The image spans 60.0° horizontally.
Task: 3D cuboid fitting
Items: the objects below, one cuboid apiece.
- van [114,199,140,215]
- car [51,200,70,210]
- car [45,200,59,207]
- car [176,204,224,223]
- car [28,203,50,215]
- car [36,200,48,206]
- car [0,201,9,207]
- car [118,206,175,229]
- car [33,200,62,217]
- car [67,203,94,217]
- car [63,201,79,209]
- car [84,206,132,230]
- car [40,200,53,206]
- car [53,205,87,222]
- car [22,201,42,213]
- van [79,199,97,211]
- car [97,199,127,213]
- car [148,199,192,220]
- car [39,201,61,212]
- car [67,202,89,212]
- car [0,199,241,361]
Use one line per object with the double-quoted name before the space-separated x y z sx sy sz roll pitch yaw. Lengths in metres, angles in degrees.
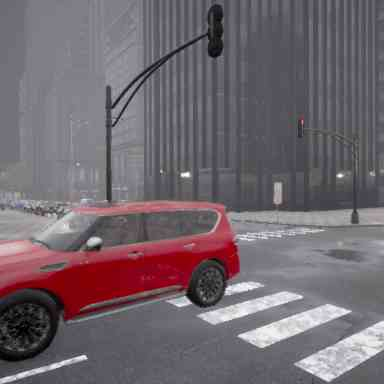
"van" -8.195 1.832 41.919 1.690 1.788 3.998 -1 0 -35
"car" -22.986 2.270 57.990 1.882 1.535 5.008 0 -1 -35
"car" -31.650 2.594 74.968 1.947 1.339 4.313 -1 0 -35
"car" 0.624 1.828 29.460 1.887 1.381 4.507 -1 0 -35
"car" -20.470 2.195 44.463 1.887 1.381 4.507 -1 0 -35
"car" -37.670 2.709 83.456 2.008 1.369 4.403 -1 0 -35
"car" -44.320 2.770 78.096 1.802 1.307 4.206 -1 0 -35
"car" -3.616 1.843 25.316 2.033 1.411 5.357 0 -1 -35
"car" -17.649 1.900 40.478 2.192 1.841 5.009 -1 0 -35
"car" -13.013 2.043 38.590 1.812 1.442 4.674 0 -1 -35
"car" -22.623 2.406 62.238 1.802 1.307 4.206 -1 0 -35
"car" -6.240 1.843 24.397 1.752 1.417 4.829 -1 0 -35
"car" -34.660 2.660 79.213 1.947 1.339 4.313 -1 0 -35
"car" -11.991 2.004 32.506 2.008 1.369 4.403 -1 0 -35
"car" -23.298 2.156 48.448 1.967 1.590 4.097 -1 0 -35
"van" -17.008 2.037 54.378 1.690 1.788 3.998 -1 0 -35
"car" -11.133 1.875 46.072 2.192 1.841 5.009 -1 0 -35
"car" -2.319 1.668 33.613 2.192 1.841 5.009 -1 0 -35
"car" -22.069 2.237 51.511 2.128 1.511 4.902 0 -1 -35
"car" -17.005 2.256 49.606 1.895 1.301 4.718 0 -1 -35
"car" -1.493 1.221 6.324 5.566 2.045 2.150 0 1 -38
